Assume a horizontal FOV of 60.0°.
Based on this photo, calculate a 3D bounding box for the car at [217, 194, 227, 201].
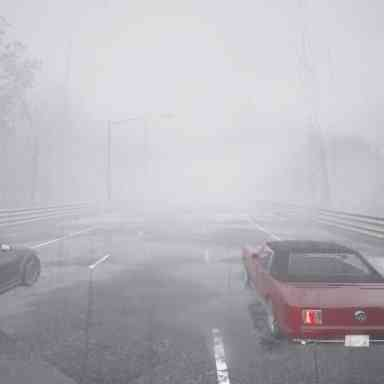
[{"bbox_3d":[7.696,1.437,86.132,2.097,1.767,4.553,0,0,7],"label":"car"}]

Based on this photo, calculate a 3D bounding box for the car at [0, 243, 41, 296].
[{"bbox_3d":[-4.821,1.565,6.694,1.994,1.385,4.181,0,0,1],"label":"car"}]

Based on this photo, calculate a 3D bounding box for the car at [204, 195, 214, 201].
[{"bbox_3d":[4.132,1.676,85.789,1.895,1.301,4.718,0,0,7],"label":"car"}]

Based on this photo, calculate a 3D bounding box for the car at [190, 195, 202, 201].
[{"bbox_3d":[0.602,1.621,85.736,2.033,1.411,5.357,0,0,7],"label":"car"}]

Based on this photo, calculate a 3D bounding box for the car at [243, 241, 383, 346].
[{"bbox_3d":[2.144,1.602,6.435,1.895,1.301,4.718,0,0,1],"label":"car"}]
